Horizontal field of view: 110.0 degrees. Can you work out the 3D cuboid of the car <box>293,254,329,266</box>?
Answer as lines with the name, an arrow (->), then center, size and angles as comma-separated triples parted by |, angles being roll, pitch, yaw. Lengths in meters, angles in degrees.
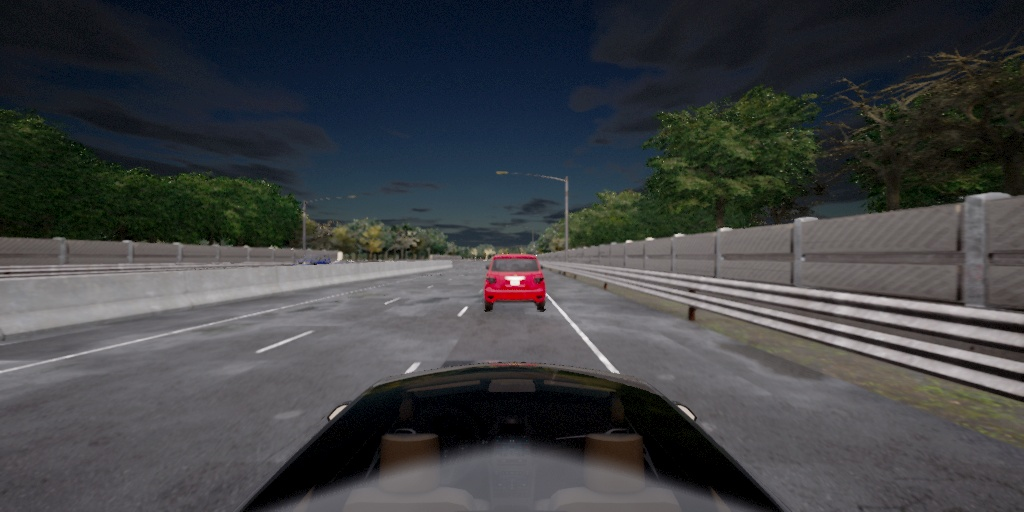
car -> -24.473, 0.798, 44.203 | 2.150, 2.045, 5.566 | 0, 0, 0

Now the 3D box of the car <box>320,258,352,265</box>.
car -> -20.973, 1.354, 44.201 | 2.128, 1.511, 4.902 | 0, 0, 0

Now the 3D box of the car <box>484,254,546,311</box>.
car -> 0.103, 0.944, 14.362 | 2.150, 2.045, 5.566 | 0, 0, 0
